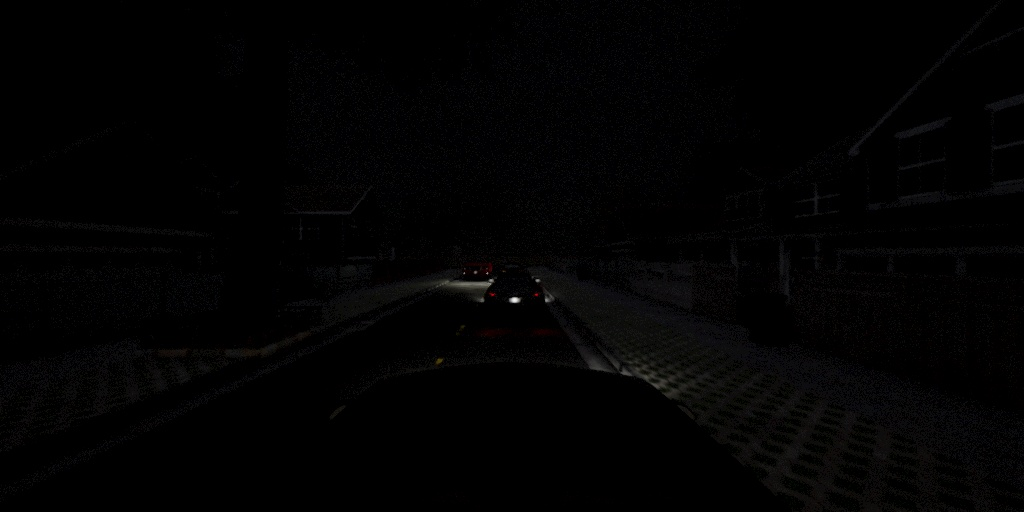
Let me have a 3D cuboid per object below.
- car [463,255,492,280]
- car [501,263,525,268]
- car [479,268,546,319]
[{"bbox_3d":[-2.860,0.931,30.882,2.150,2.045,5.566,0,0,0],"label":"car"},{"bbox_3d":[0.079,1.239,28.397,1.812,1.442,4.674,0,0,0],"label":"car"},{"bbox_3d":[0.085,1.299,12.786,1.994,1.385,4.181,0,0,0],"label":"car"}]
